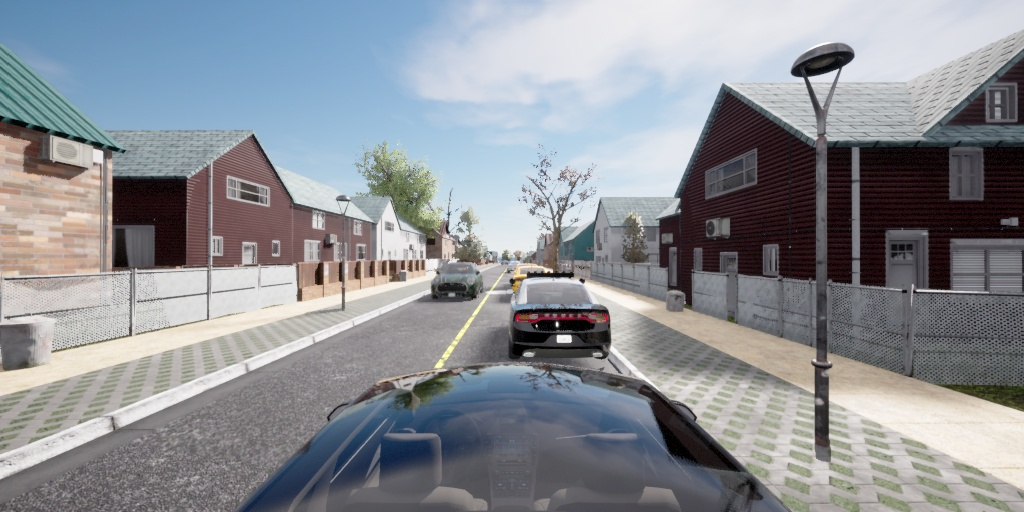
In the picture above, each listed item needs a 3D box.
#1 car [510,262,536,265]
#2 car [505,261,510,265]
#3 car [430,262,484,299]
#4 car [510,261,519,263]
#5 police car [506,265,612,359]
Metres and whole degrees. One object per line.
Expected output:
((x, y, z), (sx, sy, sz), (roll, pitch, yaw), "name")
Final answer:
((0.969, 1.238, 18.435), (1.882, 1.535, 5.008), (0, 0, 0), "car")
((0.397, 1.383, 45.710), (1.812, 1.442, 4.674), (0, 0, 1), "car")
((-2.610, 1.110, 17.906), (2.097, 1.767, 4.553), (0, 0, 0), "car")
((1.018, 1.250, 24.436), (1.882, 1.535, 5.008), (0, 0, 0), "car")
((0.889, 1.176, 8.545), (1.930, 1.638, 5.238), (0, 0, 0), "police car")
